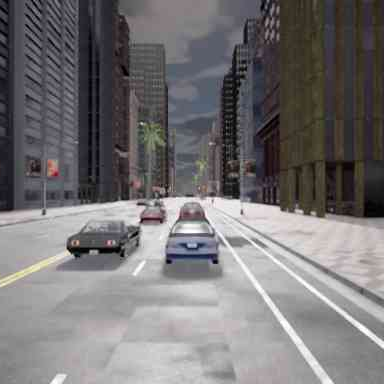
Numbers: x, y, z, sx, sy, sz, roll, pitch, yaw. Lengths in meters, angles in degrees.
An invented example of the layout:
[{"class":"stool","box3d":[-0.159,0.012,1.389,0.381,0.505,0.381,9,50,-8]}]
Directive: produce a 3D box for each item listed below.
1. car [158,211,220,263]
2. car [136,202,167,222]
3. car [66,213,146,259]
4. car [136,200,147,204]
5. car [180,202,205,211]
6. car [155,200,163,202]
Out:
[{"class":"car","box3d":[0.015,1.675,12.522,2.033,1.411,5.357,0,-1,0]},{"class":"car","box3d":[-3.221,1.851,28.462,1.994,1.385,4.181,0,0,1]},{"class":"car","box3d":[-3.226,1.735,13.247,1.895,1.301,4.718,0,-1,1]},{"class":"car","box3d":[-9.741,2.257,65.317,1.895,1.301,4.718,0,-1,0]},{"class":"car","box3d":[0.032,1.638,28.422,2.097,1.767,4.553,0,-1,1]},{"class":"car","box3d":[-6.489,2.203,65.339,2.033,1.411,5.357,0,-1,0]}]
